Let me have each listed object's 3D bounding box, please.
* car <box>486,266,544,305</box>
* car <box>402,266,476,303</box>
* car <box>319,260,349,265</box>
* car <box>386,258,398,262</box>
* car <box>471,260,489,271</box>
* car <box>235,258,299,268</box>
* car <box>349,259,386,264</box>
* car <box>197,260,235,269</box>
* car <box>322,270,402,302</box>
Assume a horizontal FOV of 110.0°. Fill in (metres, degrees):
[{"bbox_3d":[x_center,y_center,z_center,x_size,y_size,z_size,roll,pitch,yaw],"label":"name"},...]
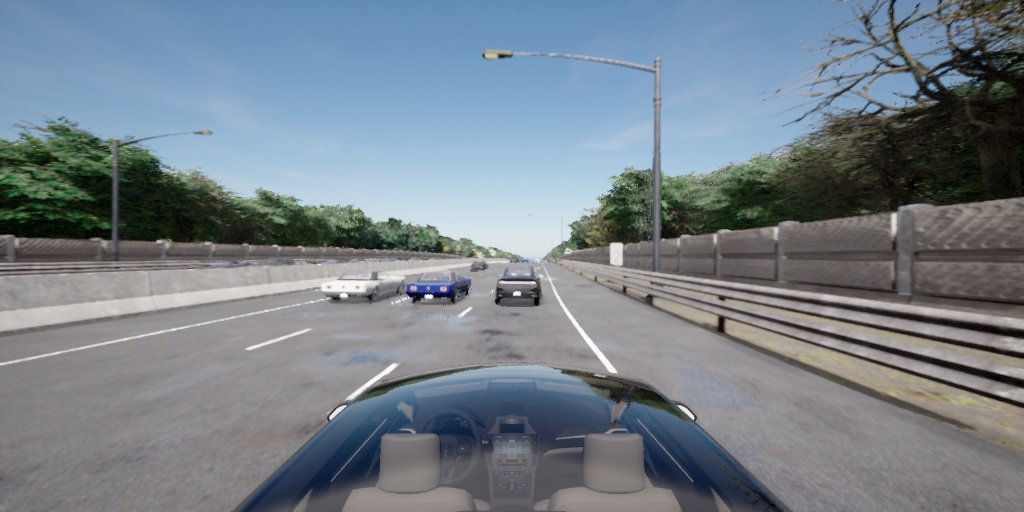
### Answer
[{"bbox_3d":[0.366,1.244,16.146,2.128,1.511,4.902,0,0,4],"label":"car"},{"bbox_3d":[-3.123,1.331,16.428,1.895,1.301,4.718,0,0,4],"label":"car"},{"bbox_3d":[-22.089,1.156,44.875,2.033,1.411,5.357,0,0,5],"label":"car"},{"bbox_3d":[-20.815,1.128,61.025,1.812,1.442,4.674,0,0,5],"label":"car"},{"bbox_3d":[-4.259,1.208,47.810,2.128,1.511,4.902,0,0,4],"label":"car"},{"bbox_3d":[-19.763,0.979,29.561,2.097,1.767,4.553,0,0,4],"label":"car"},{"bbox_3d":[-18.473,1.231,46.167,1.895,1.301,4.718,0,0,5],"label":"car"},{"bbox_3d":[-23.277,1.097,29.520,2.128,1.511,4.902,0,0,4],"label":"car"},{"bbox_3d":[-6.612,1.309,16.694,1.895,1.301,4.718,0,0,4],"label":"car"}]
